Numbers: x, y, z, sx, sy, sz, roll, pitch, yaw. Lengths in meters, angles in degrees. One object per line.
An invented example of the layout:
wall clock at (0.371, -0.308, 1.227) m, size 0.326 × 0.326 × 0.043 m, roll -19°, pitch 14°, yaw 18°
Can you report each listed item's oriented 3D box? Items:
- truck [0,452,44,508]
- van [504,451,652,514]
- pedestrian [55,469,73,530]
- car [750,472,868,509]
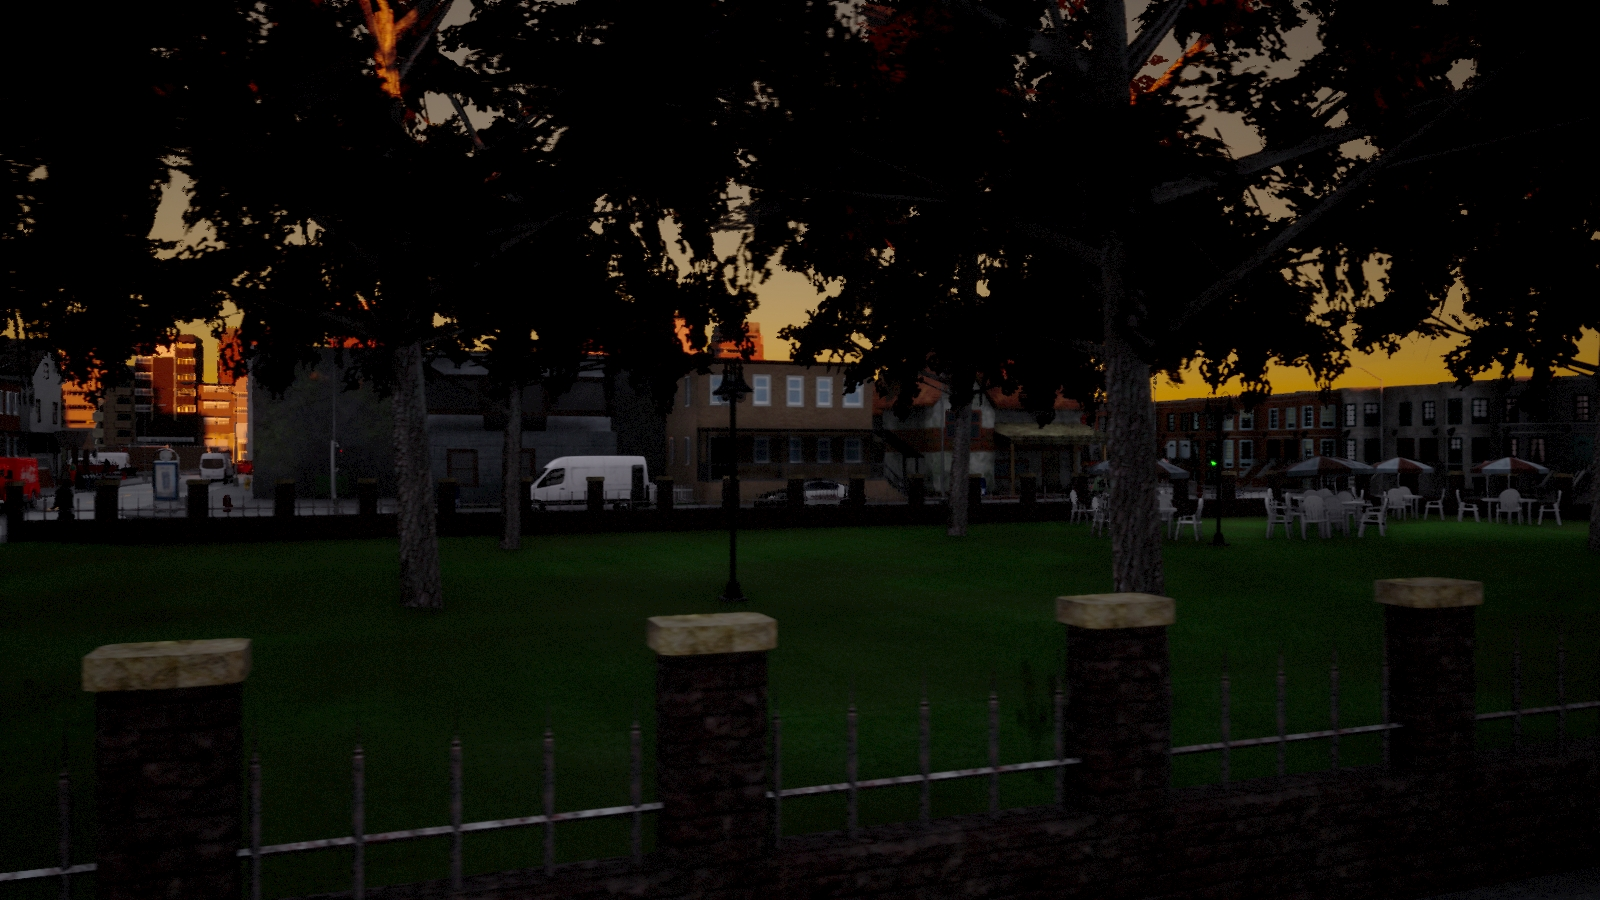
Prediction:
truck at (-37.263, 1.353, 52.923) m, size 2.627 × 2.467 × 5.204 m, roll 0°, pitch 0°, yaw -20°
van at (-9.440, 1.314, 48.580) m, size 5.915 × 2.561 × 1.988 m, roll 0°, pitch 0°, yaw -20°
pedestrian at (-22.798, 1.525, 35.373) m, size 0.375 × 1.860 × 0.375 m, roll 0°, pitch 0°, yaw -15°
car at (0.402, 1.818, 52.320) m, size 4.974 × 1.542 × 2.038 m, roll 0°, pitch 0°, yaw -21°
